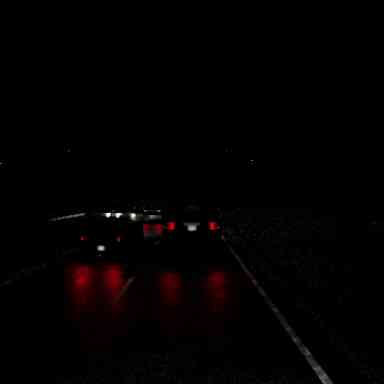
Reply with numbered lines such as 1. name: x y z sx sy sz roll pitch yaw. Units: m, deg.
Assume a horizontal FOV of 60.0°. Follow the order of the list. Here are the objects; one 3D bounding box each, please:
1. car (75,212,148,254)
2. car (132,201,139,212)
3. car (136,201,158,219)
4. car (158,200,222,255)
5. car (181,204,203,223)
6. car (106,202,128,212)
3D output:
1. car: -3.246 1.737 14.114 1.895 1.301 4.718 0 -1 0
2. car: -6.500 1.906 43.272 1.882 1.535 5.008 0 -1 0
3. car: -3.241 1.780 29.307 2.128 1.511 4.902 0 0 0
4. car: 0.003 1.352 14.035 2.150 2.045 5.566 0 0 0
5. car: 0.010 1.814 29.388 1.812 1.442 4.674 0 0 0
6. car: -9.746 1.979 43.760 2.033 1.411 5.357 0 -1 0
